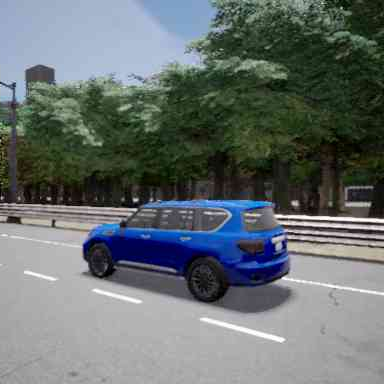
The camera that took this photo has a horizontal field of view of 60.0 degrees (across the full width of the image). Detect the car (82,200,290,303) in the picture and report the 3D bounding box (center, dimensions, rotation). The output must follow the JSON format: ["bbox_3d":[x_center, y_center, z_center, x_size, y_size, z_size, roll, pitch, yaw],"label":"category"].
[{"bbox_3d":[-0.386,1.223,8.444,5.566,2.045,2.150,0,0,36],"label":"car"}]
